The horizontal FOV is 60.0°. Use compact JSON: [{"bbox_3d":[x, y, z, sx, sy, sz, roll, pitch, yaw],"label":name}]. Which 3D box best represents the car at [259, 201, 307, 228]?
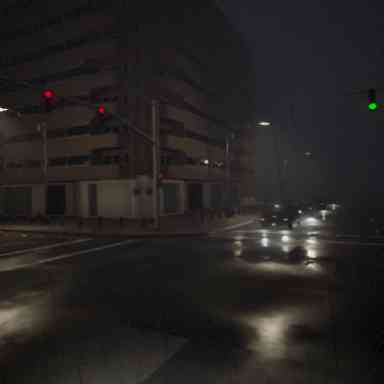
[{"bbox_3d":[5.990,1.505,21.969,2.033,1.411,5.357,-1,0,27],"label":"car"}]

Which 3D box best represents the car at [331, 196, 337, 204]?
[{"bbox_3d":[22.355,1.276,54.057,1.895,1.301,4.718,-1,0,27],"label":"car"}]

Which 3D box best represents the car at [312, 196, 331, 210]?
[{"bbox_3d":[15.177,1.278,40.085,1.882,1.535,5.008,-1,0,27],"label":"car"}]

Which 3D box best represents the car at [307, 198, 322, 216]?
[{"bbox_3d":[10.587,1.480,31.034,1.895,1.301,4.718,-1,0,27],"label":"car"}]
